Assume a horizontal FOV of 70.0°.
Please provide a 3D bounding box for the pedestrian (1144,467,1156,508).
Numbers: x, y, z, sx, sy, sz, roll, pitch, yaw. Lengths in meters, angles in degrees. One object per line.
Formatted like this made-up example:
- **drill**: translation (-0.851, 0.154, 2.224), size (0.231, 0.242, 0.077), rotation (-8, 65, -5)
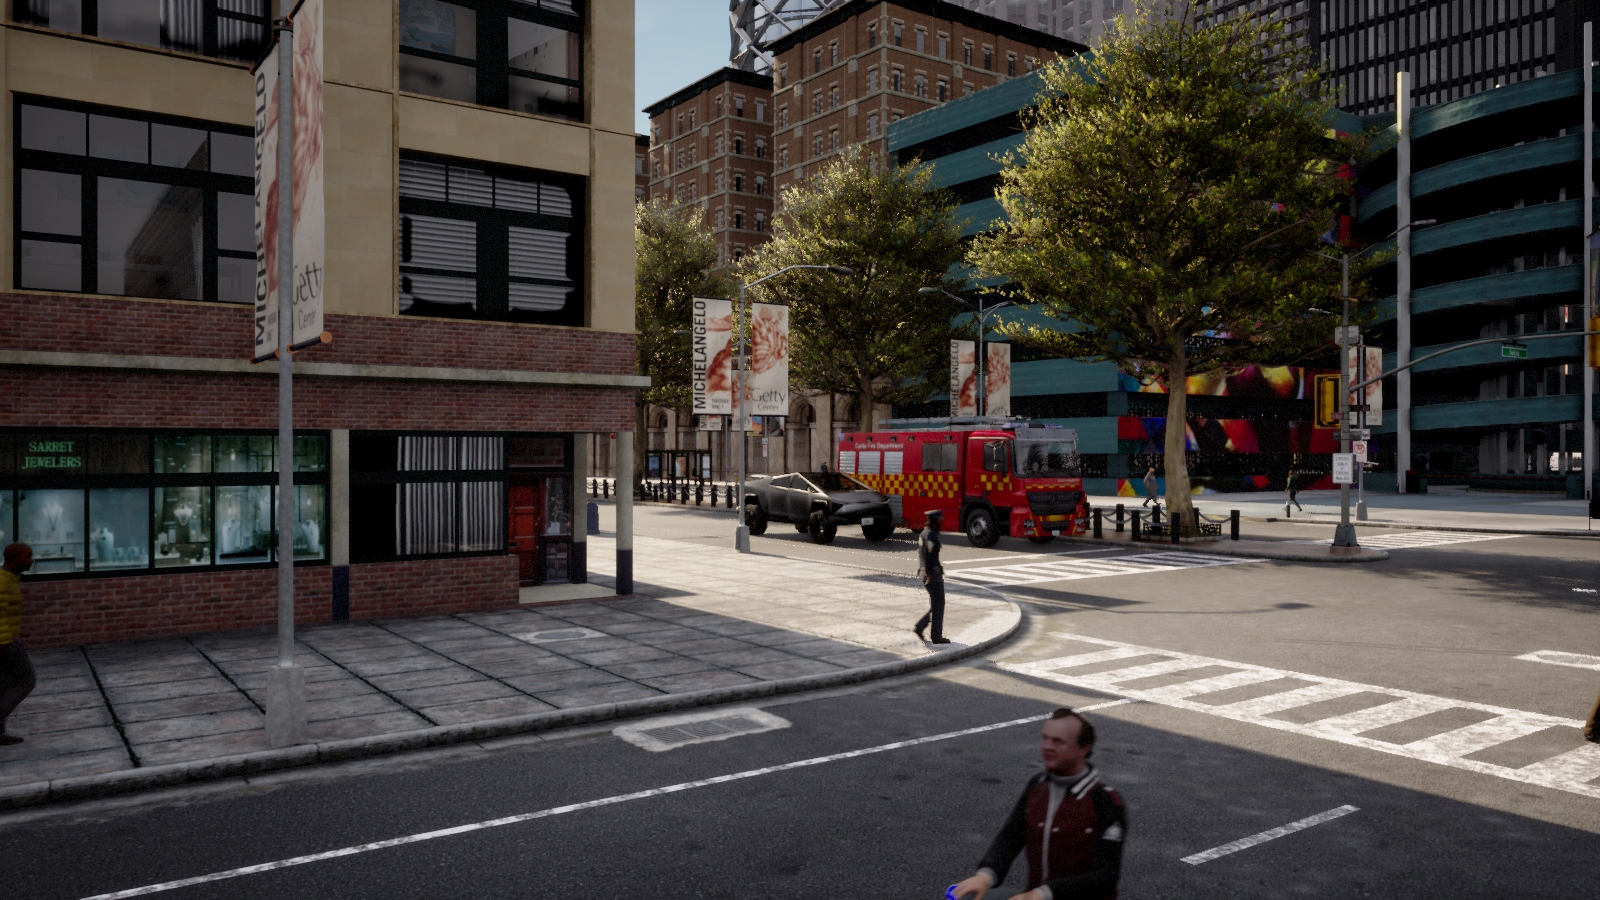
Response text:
- **pedestrian**: translation (15.841, 1.681, 51.753), size (0.375, 1.860, 0.375), rotation (0, 0, -33)

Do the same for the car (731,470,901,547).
- **car**: translation (0.360, 1.746, 36.122), size (2.390, 2.098, 6.274), rotation (0, 0, -31)

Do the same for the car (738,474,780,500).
- **car**: translation (-2.364, 2.106, 65.583), size (1.481, 1.376, 2.207), rotation (0, 0, -35)

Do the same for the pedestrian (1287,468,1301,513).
- **pedestrian**: translation (20.547, 1.679, 47.510), size (0.375, 1.860, 0.375), rotation (0, 0, -27)

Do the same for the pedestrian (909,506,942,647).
- **pedestrian**: translation (1.692, 1.692, 15.420), size (0.375, 1.860, 0.375), rotation (0, 0, -6)

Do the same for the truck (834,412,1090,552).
- **truck**: translation (4.745, 0.881, 35.550), size (2.891, 3.827, 8.468), rotation (0, 0, -35)

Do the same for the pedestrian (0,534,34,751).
- **pedestrian**: translation (-7.058, 1.696, 10.158), size (0.375, 1.860, 0.375), rotation (0, 0, -29)

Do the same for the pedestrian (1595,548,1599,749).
- **pedestrian**: translation (7.661, 1.844, 10.576), size (0.375, 1.860, 0.375), rotation (0, 0, -31)
